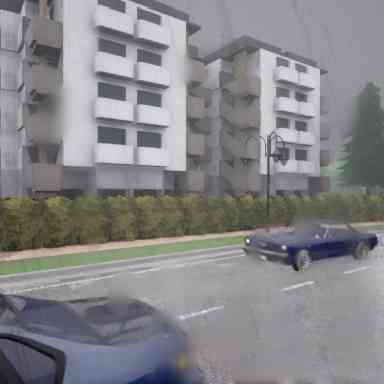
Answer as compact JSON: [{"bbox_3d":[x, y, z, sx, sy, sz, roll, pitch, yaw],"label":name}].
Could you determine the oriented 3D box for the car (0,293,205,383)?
[{"bbox_3d":[-2.429,1.547,2.132,5.357,1.411,2.033,0,0,-37],"label":"car"}]

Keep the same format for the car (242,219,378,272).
[{"bbox_3d":[3.928,1.601,10.885,4.718,1.301,1.895,0,0,-33],"label":"car"}]
